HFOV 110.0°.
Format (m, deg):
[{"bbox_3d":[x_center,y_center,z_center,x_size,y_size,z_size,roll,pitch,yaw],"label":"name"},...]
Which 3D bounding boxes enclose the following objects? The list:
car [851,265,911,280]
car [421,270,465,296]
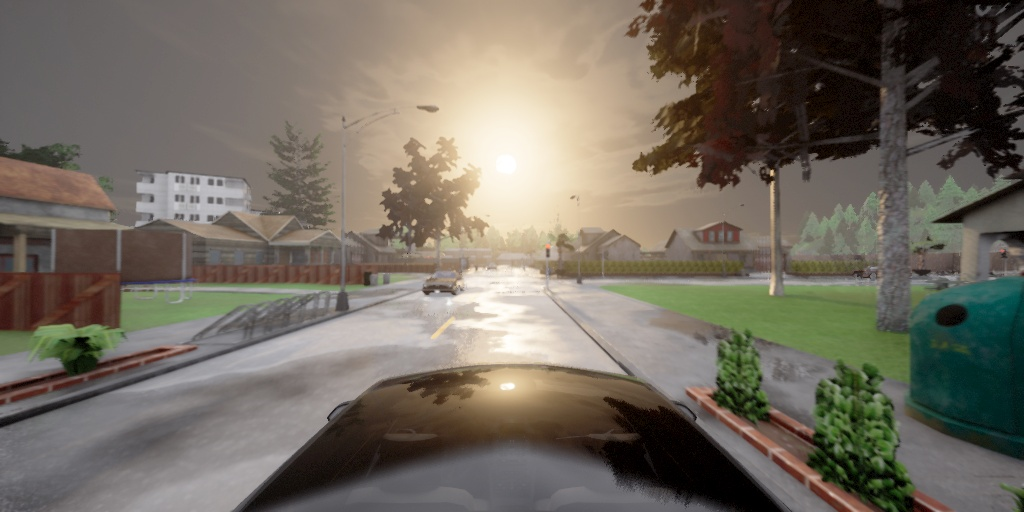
[{"bbox_3d":[38.577,1.723,37.560,5.008,1.535,1.882,0,-1,0],"label":"car"},{"bbox_3d":[-4.020,1.576,21.978,2.033,1.411,5.357,0,-1,0],"label":"car"}]
